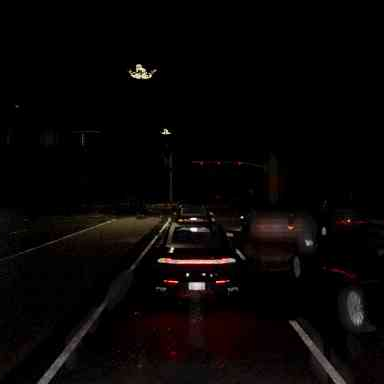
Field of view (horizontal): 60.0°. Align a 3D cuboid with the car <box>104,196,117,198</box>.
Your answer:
[{"bbox_3d":[-15.141,1.477,60.657,1.882,1.535,5.008,0,0,0],"label":"car"}]

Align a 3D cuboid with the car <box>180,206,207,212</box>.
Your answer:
[{"bbox_3d":[0.076,1.505,17.874,1.837,1.490,4.892,0,0,0],"label":"car"}]

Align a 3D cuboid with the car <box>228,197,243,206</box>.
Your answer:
[{"bbox_3d":[6.929,1.564,53.563,1.994,1.385,4.181,0,0,0],"label":"car"}]

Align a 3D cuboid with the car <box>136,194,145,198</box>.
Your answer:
[{"bbox_3d":[-11.597,1.500,68.999,1.837,1.490,4.892,0,0,0],"label":"car"}]

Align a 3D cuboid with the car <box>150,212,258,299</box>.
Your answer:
[{"bbox_3d":[0.087,1.491,8.453,2.128,1.511,4.902,0,0,0],"label":"car"}]

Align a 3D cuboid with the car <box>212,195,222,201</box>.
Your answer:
[{"bbox_3d":[6.878,1.478,88.084,1.882,1.535,5.008,0,0,0],"label":"car"}]

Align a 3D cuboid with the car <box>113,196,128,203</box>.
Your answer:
[{"bbox_3d":[-15.099,1.540,70.435,2.033,1.411,5.357,0,0,0],"label":"car"}]

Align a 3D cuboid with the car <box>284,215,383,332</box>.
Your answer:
[{"bbox_3d":[3.590,1.478,6.849,1.882,1.535,5.008,0,0,0],"label":"car"}]

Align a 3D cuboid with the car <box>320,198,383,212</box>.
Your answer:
[{"bbox_3d":[16.021,1.547,33.223,5.357,1.411,2.033,0,0,0],"label":"car"}]

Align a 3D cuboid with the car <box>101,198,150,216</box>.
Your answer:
[{"bbox_3d":[-6.464,1.564,32.293,4.181,1.385,1.994,0,0,-3],"label":"car"}]

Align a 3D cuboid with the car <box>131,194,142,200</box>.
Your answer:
[{"bbox_3d":[-15.109,1.348,90.705,2.097,1.767,4.553,0,0,0],"label":"car"}]

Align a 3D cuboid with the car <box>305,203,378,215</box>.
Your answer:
[{"bbox_3d":[7.077,1.505,16.935,1.837,1.490,4.892,0,0,0],"label":"car"}]

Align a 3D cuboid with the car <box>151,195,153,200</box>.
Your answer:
[{"bbox_3d":[-11.617,1.524,89.676,2.128,1.511,4.902,0,0,0],"label":"car"}]

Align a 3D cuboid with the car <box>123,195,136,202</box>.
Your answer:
[{"bbox_3d":[-15.114,1.525,80.538,2.128,1.511,4.902,0,0,0],"label":"car"}]

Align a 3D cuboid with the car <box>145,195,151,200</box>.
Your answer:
[{"bbox_3d":[-11.612,1.524,79.269,1.812,1.442,4.674,0,0,0],"label":"car"}]

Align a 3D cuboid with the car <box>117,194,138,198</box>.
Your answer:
[{"bbox_3d":[-11.681,1.564,60.177,1.994,1.385,4.181,0,0,1],"label":"car"}]

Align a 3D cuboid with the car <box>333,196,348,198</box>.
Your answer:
[{"bbox_3d":[19.148,1.351,43.734,4.553,1.767,2.097,0,0,1],"label":"car"}]

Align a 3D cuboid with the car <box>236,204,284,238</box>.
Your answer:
[{"bbox_3d":[3.579,1.547,16.469,2.033,1.411,5.357,0,0,0],"label":"car"}]
